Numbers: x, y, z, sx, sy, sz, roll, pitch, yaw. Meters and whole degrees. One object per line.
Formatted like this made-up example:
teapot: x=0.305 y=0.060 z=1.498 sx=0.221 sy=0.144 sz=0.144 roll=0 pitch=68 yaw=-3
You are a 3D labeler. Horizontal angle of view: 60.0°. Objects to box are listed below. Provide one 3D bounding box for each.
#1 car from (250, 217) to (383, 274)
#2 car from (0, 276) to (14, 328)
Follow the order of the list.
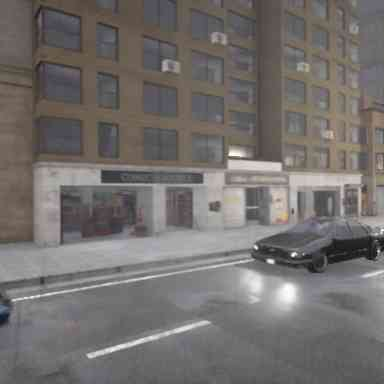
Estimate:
car: x=4.383 y=1.547 z=10.785 sx=5.357 sy=1.411 sz=2.033 roll=0 pitch=0 yaw=-35
car: x=-5.204 y=1.548 z=3.959 sx=5.357 sy=1.411 sz=2.033 roll=0 pitch=0 yaw=-35
